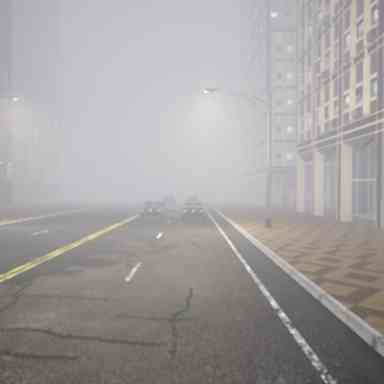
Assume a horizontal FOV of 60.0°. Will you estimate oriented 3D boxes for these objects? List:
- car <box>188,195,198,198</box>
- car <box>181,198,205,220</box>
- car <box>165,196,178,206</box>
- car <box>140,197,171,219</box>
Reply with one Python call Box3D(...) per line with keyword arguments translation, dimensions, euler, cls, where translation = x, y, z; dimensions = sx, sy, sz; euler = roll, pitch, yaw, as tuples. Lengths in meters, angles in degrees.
Box3D(translation=(0.099, 1.265, 51.073), dimensions=(1.837, 1.490, 4.892), euler=(0, 0, 0), cls="car")
Box3D(translation=(0.100, 1.427, 26.721), dimensions=(2.033, 1.411, 5.357), euler=(0, 0, 0), cls="car")
Box3D(translation=(-3.151, 1.254, 48.222), dimensions=(1.882, 1.535, 5.008), euler=(0, 1, 0), cls="car")
Box3D(translation=(-3.146, 1.424, 27.630), dimensions=(2.033, 1.411, 5.357), euler=(0, 0, 0), cls="car")
